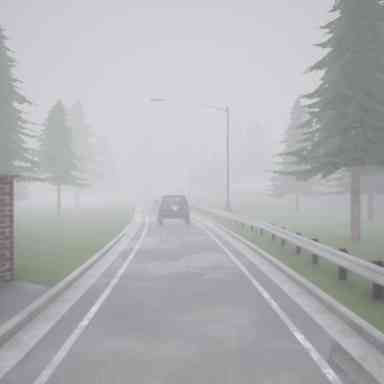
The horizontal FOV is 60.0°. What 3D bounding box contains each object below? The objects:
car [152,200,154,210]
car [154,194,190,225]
[{"bbox_3d":[-4.185,1.453,43.273,2.128,1.511,4.902,0,0,-9],"label":"car"},{"bbox_3d":[-1.438,1.195,24.279,2.150,2.045,5.566,0,0,-7],"label":"car"}]
